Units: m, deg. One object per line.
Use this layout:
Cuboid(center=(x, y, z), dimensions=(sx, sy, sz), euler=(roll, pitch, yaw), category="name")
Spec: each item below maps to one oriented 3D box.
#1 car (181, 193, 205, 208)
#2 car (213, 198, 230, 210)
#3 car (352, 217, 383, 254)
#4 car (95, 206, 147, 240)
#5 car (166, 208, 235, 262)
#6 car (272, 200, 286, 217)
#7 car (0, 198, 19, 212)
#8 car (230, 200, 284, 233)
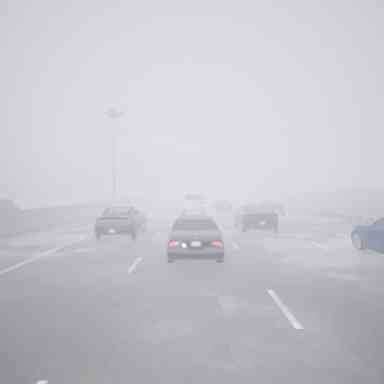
Cuboid(center=(0.127, 1.114, 32.563), dimensions=(2.150, 2.045, 5.566), euler=(0, 0, 0), category="car")
Cuboid(center=(3.633, 1.434, 39.634), dimensions=(1.994, 1.385, 4.181), euler=(0, 0, 0), category="car")
Cuboid(center=(7.108, 1.443, 10.862), dimensions=(1.882, 1.535, 5.008), euler=(0, 0, 0), category="car")
Cuboid(center=(-3.386, 1.436, 16.491), dimensions=(2.128, 1.511, 4.902), euler=(0, 0, 0), category="car")
Cuboid(center=(0.109, 1.508, 11.882), dimensions=(2.033, 1.411, 5.357), euler=(0, 0, 0), category="car")
Cuboid(center=(7.125, 1.427, 30.185), dimensions=(1.812, 1.442, 4.674), euler=(0, 0, 0), category="car")
Cuboid(center=(-14.024, 1.272, 23.126), dimensions=(2.097, 1.767, 4.553), euler=(0, 0, 1), category="car")
Cuboid(center=(3.617, 1.414, 19.408), dimensions=(1.882, 1.535, 5.008), euler=(0, 0, 0), category="car")
